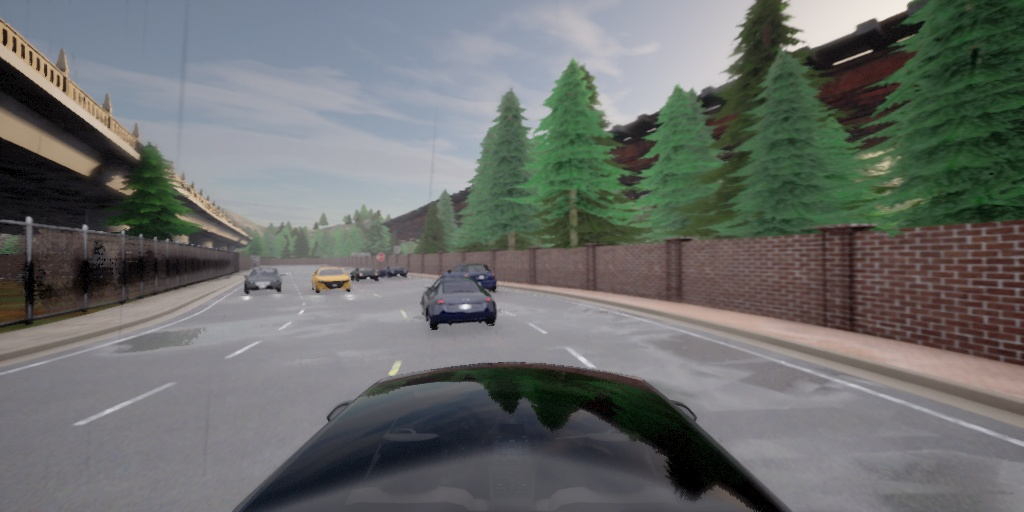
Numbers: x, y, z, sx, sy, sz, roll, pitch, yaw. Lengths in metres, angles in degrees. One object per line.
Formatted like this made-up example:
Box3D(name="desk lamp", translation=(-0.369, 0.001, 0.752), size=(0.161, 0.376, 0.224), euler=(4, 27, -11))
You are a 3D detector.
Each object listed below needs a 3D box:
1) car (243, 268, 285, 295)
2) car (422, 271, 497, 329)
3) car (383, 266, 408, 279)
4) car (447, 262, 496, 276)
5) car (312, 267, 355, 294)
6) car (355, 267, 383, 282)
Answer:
Box3D(name="car", translation=(-15.620, 1.520, 22.691), size=(2.128, 1.511, 4.902), euler=(-1, 0, -32))
Box3D(name="car", translation=(-1.857, 1.375, 11.733), size=(1.994, 1.385, 4.181), euler=(-1, 0, -17))
Box3D(name="car", translation=(-12.471, 1.643, 37.529), size=(1.895, 1.301, 4.718), euler=(-1, 0, -32))
Box3D(name="car", translation=(-2.694, 1.210, 21.603), size=(2.097, 1.767, 4.553), euler=(-1, 0, -29))
Box3D(name="car", translation=(-11.447, 1.452, 22.619), size=(1.882, 1.535, 5.008), euler=(-1, -1, -32))
Box3D(name="car", translation=(-13.513, 1.639, 32.655), size=(1.895, 1.301, 4.718), euler=(-1, 0, -32))
